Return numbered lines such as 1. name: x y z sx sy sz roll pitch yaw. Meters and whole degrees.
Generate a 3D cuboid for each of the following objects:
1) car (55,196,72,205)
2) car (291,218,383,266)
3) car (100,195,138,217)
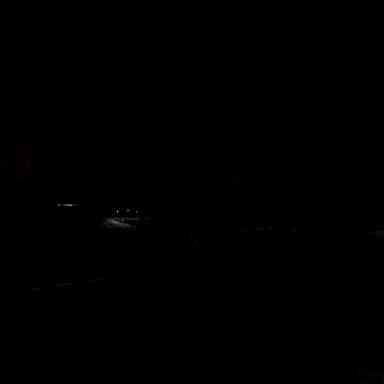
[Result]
1. car: -21.161 1.281 54.749 1.994 1.385 4.181 1 1 -35
2. car: 5.644 1.636 11.949 1.994 1.385 4.181 0 0 -32
3. car: -7.225 1.313 32.390 2.150 2.045 5.566 0 0 -32
